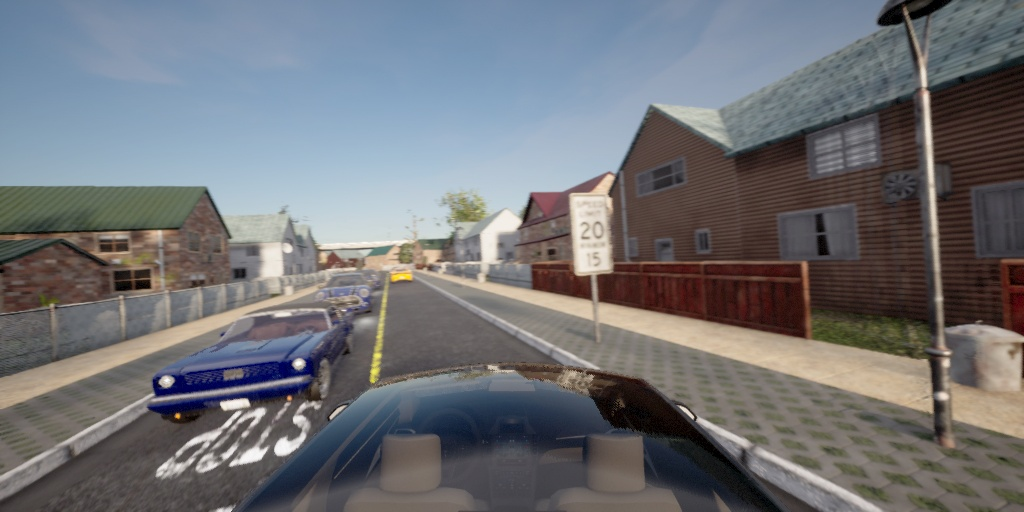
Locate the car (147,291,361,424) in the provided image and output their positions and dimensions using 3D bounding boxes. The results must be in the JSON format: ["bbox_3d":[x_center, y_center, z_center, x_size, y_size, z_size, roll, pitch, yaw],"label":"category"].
[{"bbox_3d":[-4.179,1.621,6.667,1.895,1.301,4.718,-4,0,-17],"label":"car"}]

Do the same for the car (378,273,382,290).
[{"bbox_3d":[-11.707,1.852,28.911,2.097,1.767,4.553,-4,0,-19],"label":"car"}]

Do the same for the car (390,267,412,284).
[{"bbox_3d":[-11.378,1.949,36.884,1.882,1.535,5.008,-4,0,-18],"label":"car"}]

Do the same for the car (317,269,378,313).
[{"bbox_3d":[-7.289,1.571,15.899,2.097,1.767,4.553,-4,0,-19],"label":"car"}]

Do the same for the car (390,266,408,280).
[{"bbox_3d":[-15.143,2.199,47.834,2.128,1.511,4.902,-4,0,-19],"label":"car"}]
